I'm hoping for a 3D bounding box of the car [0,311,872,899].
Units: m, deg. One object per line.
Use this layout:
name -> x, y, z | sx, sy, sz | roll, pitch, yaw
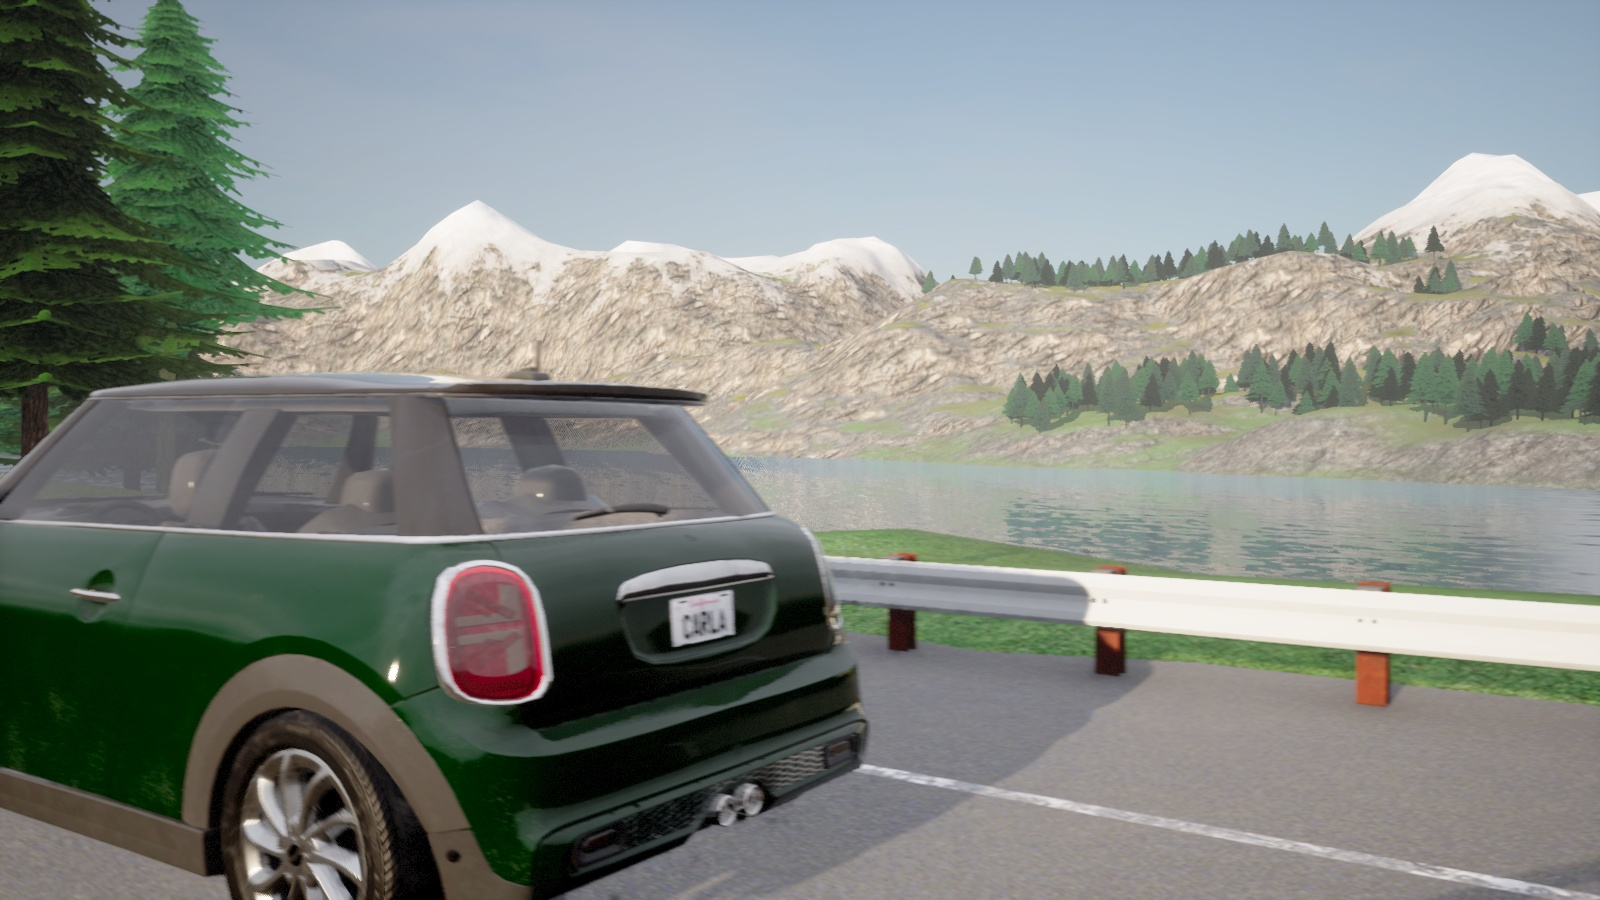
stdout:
car -> -2.213, 0.540, 5.091 | 4.553, 1.767, 2.097 | 0, 1, 34
